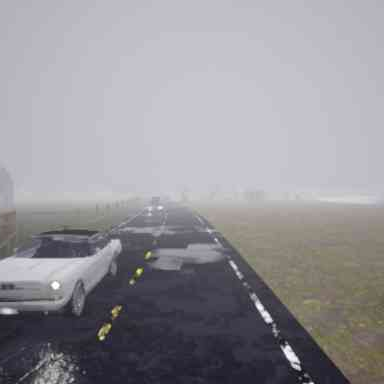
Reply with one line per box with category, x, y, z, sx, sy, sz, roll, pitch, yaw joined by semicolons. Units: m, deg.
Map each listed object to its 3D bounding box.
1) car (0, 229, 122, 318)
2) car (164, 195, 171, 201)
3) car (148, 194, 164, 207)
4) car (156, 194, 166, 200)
car;-2.954;1.581;7.486;1.895;1.301;4.718;0;0;-1
car;-5.871;1.356;75.694;1.895;1.301;4.718;0;0;-9
car;-5.499;1.406;50.314;1.837;1.490;4.892;1;0;-6
car;-8.574;1.343;91.421;2.033;1.411;5.357;0;0;-11
